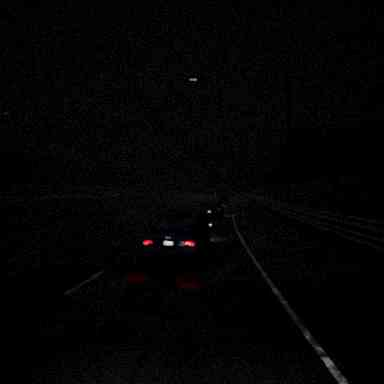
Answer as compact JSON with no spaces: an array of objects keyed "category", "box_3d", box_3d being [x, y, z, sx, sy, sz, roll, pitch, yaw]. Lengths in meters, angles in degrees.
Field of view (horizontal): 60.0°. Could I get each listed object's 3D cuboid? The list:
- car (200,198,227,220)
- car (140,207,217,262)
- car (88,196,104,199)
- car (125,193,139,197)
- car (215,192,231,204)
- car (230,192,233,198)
[{"category":"car","box_3d":[1.526,1.425,26.668,1.994,1.385,4.181,0,0,7]},{"category":"car","box_3d":[-0.359,1.483,11.899,2.033,1.411,5.357,0,0,7]},{"category":"car","box_3d":[-13.567,1.241,47.183,1.812,1.442,4.674,0,0,8]},{"category":"car","box_3d":[-11.440,0.978,63.380,2.097,1.767,4.553,0,0,8]},{"category":"car","box_3d":[5.196,1.220,55.406,1.837,1.490,4.892,0,0,7]},{"category":"car","box_3d":[8.076,1.172,77.975,1.895,1.301,4.718,0,0,7]}]
